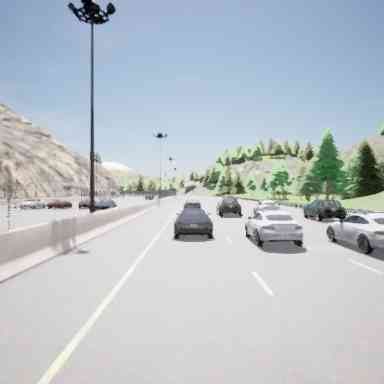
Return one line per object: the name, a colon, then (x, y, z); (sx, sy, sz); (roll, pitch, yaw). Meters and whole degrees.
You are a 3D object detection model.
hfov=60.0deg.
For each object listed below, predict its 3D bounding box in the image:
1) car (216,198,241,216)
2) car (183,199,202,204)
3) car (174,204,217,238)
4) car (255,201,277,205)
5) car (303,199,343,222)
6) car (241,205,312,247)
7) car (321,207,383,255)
car: (3.557, 1.372, 32.514); (2.097, 1.767, 4.553); (0, 0, 0)
car: (0.052, 1.514, 35.480); (2.128, 1.511, 4.902); (0, 0, 0)
car: (0.076, 1.575, 17.841); (1.994, 1.385, 4.181); (0, 0, 0)
car: (7.058, 1.544, 31.399); (1.812, 1.442, 4.674); (0, 0, 0)
car: (10.565, 1.367, 26.933); (2.097, 1.767, 4.553); (0, 0, 0)
car: (3.581, 1.534, 15.022); (1.812, 1.442, 4.674); (0, 0, 0)
car: (7.082, 1.532, 13.283); (1.812, 1.442, 4.674); (0, 0, 0)
